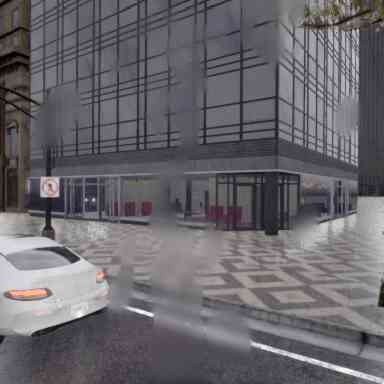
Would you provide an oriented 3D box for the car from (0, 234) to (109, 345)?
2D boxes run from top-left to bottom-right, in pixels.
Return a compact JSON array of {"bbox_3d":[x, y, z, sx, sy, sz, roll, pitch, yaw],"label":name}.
[{"bbox_3d":[-3.522,1.524,6.190,4.674,1.442,1.812,0,0,35],"label":"car"}]
